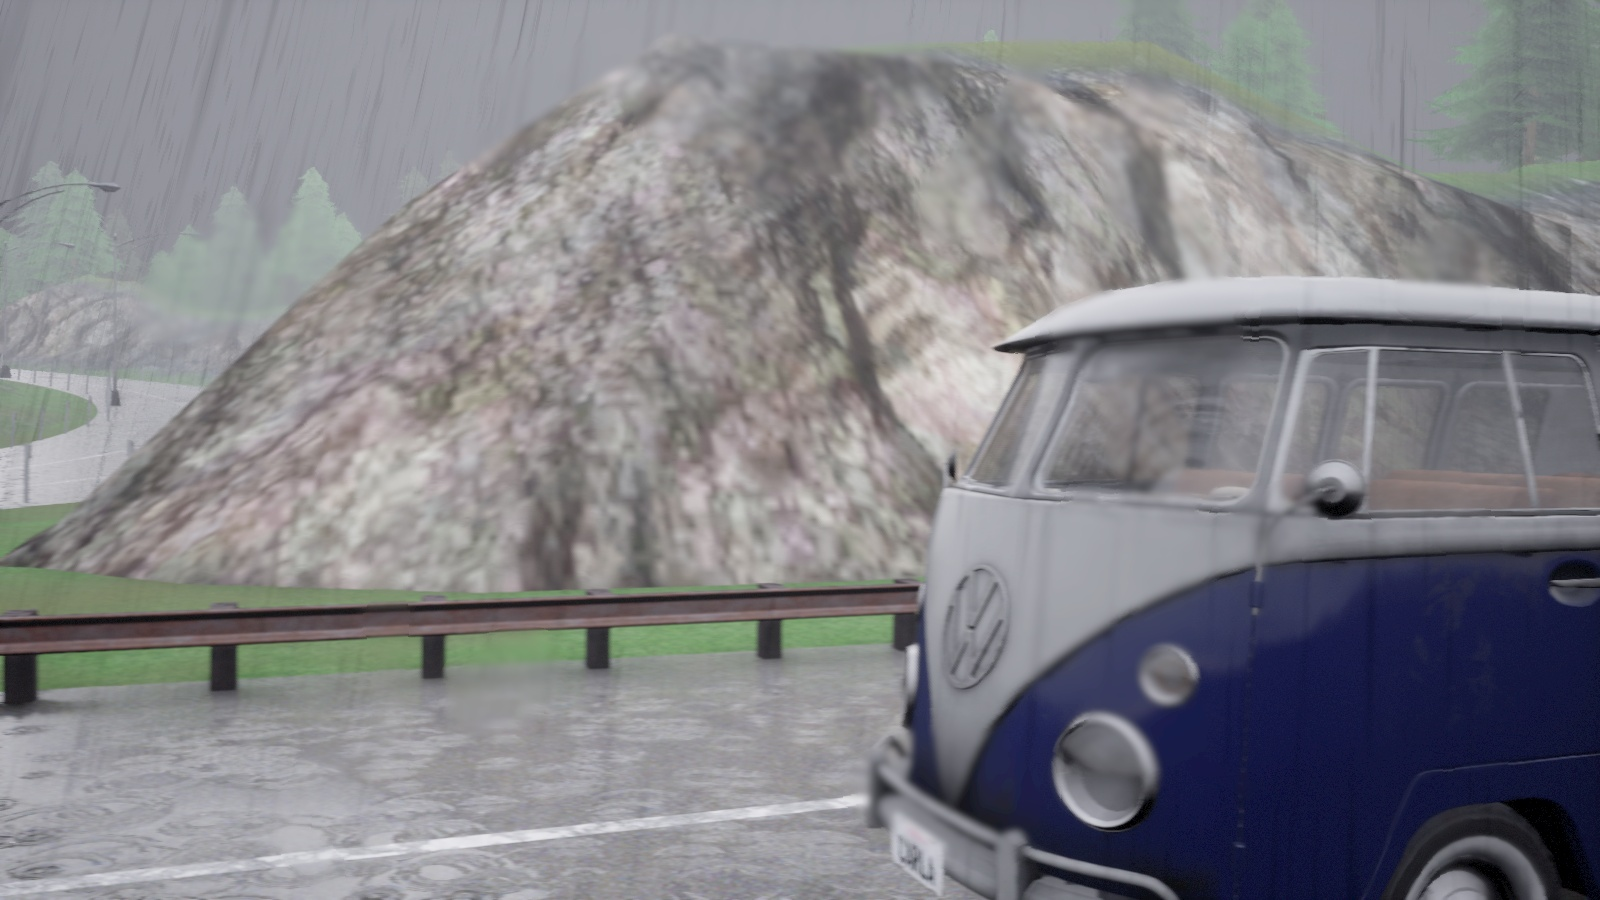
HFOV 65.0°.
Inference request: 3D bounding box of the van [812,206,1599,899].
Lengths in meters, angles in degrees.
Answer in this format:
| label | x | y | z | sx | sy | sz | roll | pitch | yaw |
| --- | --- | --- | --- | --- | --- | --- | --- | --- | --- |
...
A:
| label | x | y | z | sx | sy | sz | roll | pitch | yaw |
| --- | --- | --- | --- | --- | --- | --- | --- | --- | --- |
| van | 2.441 | 0.456 | 4.163 | 4.442 | 1.987 | 1.775 | -1 | 1 | -21 |
